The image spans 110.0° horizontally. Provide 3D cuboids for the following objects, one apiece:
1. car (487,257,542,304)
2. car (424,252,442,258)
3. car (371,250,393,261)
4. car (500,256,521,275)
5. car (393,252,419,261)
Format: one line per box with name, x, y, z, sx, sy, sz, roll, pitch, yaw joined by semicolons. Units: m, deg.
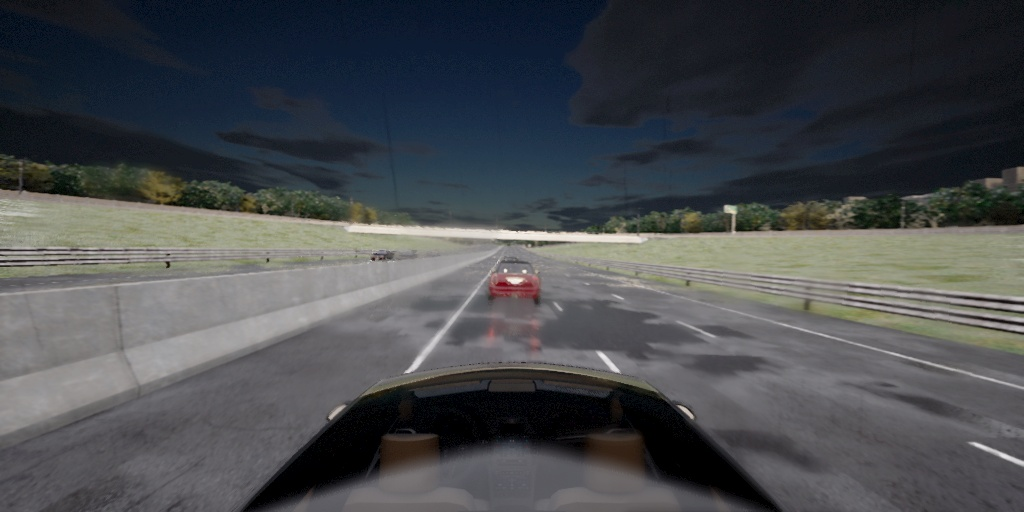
car;0.101;0.948;15.644;2.097;1.767;4.553;2;1;-1
car;-10.975;0.196;50.240;1.994;1.385;4.181;2;1;-1
car;-17.970;-0.069;50.286;2.033;1.411;5.357;2;1;-1
car;-0.141;0.818;34.087;1.837;1.490;4.892;2;1;-1
car;-14.474;0.096;50.342;2.033;1.411;5.357;2;1;-1
